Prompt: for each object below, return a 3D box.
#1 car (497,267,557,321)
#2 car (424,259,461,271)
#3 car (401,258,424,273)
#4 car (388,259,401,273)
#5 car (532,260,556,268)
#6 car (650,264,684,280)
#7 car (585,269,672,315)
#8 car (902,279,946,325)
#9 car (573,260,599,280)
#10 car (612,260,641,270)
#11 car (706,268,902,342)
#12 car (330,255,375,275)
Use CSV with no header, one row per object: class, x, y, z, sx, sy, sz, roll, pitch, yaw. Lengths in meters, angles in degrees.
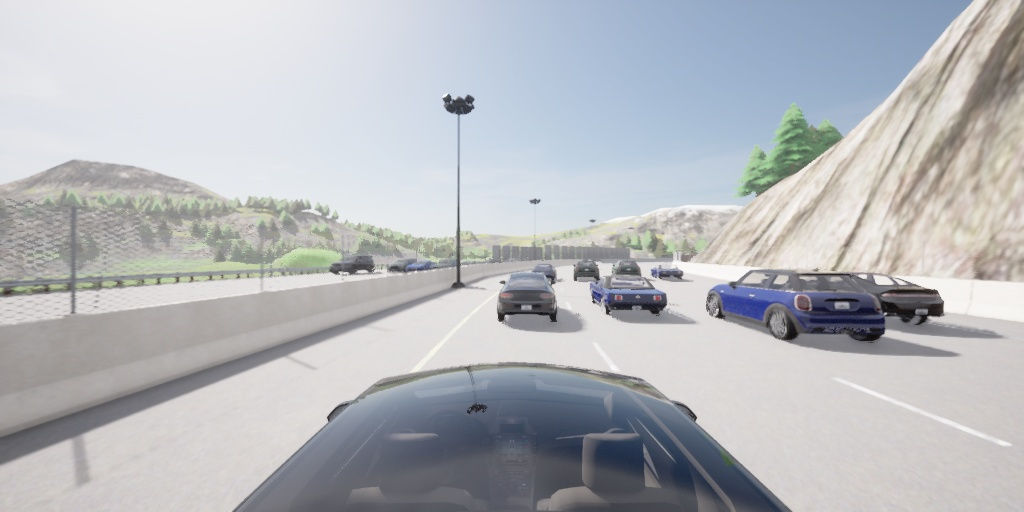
car,0.537,1.277,12.340,1.812,1.442,4.674,0,0,3
car,-6.884,1.087,37.206,2.097,1.767,4.553,0,0,12
car,-9.930,1.205,39.797,1.882,1.535,5.008,0,0,12
car,-12.834,1.072,42.840,2.097,1.767,4.553,0,0,13
car,2.791,1.321,30.854,1.994,1.385,4.181,0,0,10
car,13.603,1.385,31.798,1.895,1.301,4.718,0,0,11
car,4.131,1.361,13.580,1.895,1.301,4.718,0,0,4
car,11.040,1.269,11.949,2.128,1.511,4.902,0,0,4
car,6.357,1.118,30.918,2.097,1.767,4.553,0,0,10
car,10.100,1.127,31.914,2.097,1.767,4.553,0,0,10
car,7.435,1.120,10.076,2.097,1.767,4.553,0,0,3
car,-17.231,0.930,39.070,2.150,2.045,5.566,0,0,12
